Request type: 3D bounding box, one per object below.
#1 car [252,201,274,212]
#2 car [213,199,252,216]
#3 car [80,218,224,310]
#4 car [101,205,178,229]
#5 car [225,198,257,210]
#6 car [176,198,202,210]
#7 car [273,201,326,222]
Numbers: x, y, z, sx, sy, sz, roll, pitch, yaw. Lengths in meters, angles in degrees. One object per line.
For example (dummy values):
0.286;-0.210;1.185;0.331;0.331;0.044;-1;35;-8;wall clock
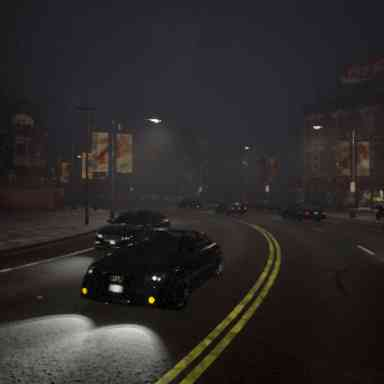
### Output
8.981;1.695;39.894;1.895;1.301;4.718;0;0;-18;car
3.811;1.612;34.056;2.033;1.411;5.357;0;0;-16;car
-0.650;1.569;7.886;1.994;1.385;4.181;0;0;22;car
-2.225;1.510;13.901;1.837;1.490;4.892;1;0;13;car
6.549;1.613;45.083;2.002;1.452;4.674;0;0;-28;car
-0.405;1.559;43.880;1.837;1.490;4.892;0;0;-28;car
8.924;1.630;27.412;2.033;1.411;5.357;0;0;-8;car
